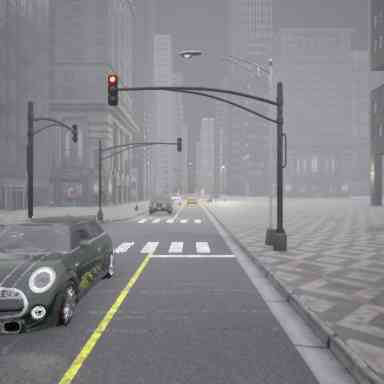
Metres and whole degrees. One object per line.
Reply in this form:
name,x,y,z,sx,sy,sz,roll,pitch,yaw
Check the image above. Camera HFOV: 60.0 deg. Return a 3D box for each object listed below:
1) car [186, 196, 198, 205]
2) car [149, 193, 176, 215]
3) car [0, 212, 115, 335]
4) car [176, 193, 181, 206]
car,0.007,1.489,57.641,1.882,1.535,5.008,0,0,0
car,-3.090,1.221,34.069,2.150,2.045,5.566,0,0,0
car,-3.101,1.352,7.016,2.097,1.767,4.553,0,0,0
car,-3.047,1.234,56.985,2.150,2.045,5.566,0,0,0
